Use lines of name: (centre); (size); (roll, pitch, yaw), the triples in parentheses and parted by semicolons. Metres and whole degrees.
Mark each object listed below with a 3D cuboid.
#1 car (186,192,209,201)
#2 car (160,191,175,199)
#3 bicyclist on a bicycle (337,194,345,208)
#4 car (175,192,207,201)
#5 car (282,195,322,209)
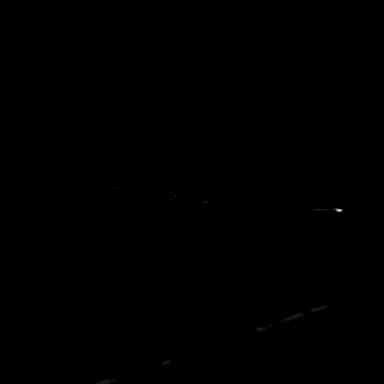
car: (0.857, 0.752, 59.062); (1.994, 1.385, 4.181); (1, 1, -35)
car: (-4.693, 0.559, 66.917); (1.812, 1.442, 4.674); (1, 1, -35)
bicyclist on a bicycle: (17.938, 1.065, 40.001); (1.656, 1.620, 0.582); (-1, 1, -35)
car: (-0.227, 0.696, 55.617); (2.128, 1.511, 4.902); (1, 0, -34)
car: (12.335, 1.086, 37.592); (1.812, 1.442, 4.674); (1, 1, -35)
